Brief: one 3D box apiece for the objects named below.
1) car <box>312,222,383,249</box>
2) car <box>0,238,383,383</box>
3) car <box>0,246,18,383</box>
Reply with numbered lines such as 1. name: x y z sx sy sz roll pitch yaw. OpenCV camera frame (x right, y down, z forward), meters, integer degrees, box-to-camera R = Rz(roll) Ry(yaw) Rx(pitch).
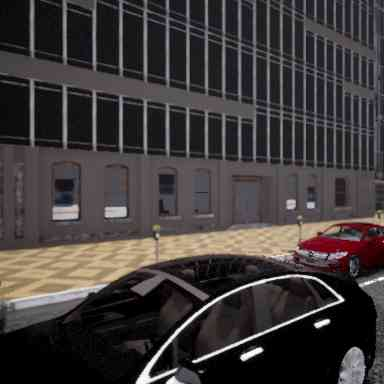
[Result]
1. car: 4.850 1.582 10.036 4.206 1.307 1.802 0 0 -36
2. car: 0.017 1.505 3.392 4.892 1.490 1.837 0 0 -36
3. car: -4.407 1.551 3.410 4.403 1.369 2.008 0 0 -36
